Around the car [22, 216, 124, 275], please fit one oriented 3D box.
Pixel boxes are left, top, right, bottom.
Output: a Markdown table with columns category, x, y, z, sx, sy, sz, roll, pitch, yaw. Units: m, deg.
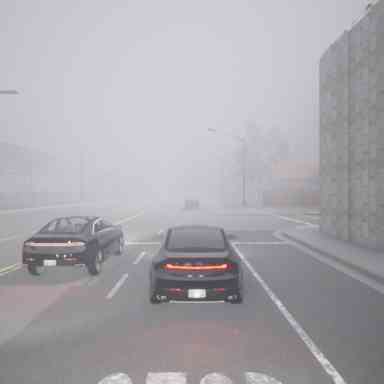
| category | x | y | z | sx | sy | sz | roll | pitch | yaw |
| --- | --- | --- | --- | --- | --- | --- | --- | --- | --- |
| car | -3.424 | 1.491 | 10.431 | 2.128 | 1.511 | 4.902 | 0 | 0 | 0 |

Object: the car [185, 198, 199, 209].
| category | x | y | z | sx | sy | sz | roll | pitch | yaw |
| --- | --- | --- | --- | --- | --- | --- | --- | --- | --- |
| car | -0.004 | 1.489 | 44.158 | 2.128 | 1.511 | 4.902 | 0 | 0 | 0 |

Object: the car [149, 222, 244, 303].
| category | x | y | z | sx | sy | sz | roll | pitch | yaw |
| --- | --- | --- | --- | --- | --- | --- | --- | --- | --- |
| car | 0.082 | 1.504 | 8.161 | 1.837 | 1.490 | 4.892 | 0 | 0 | 0 |
